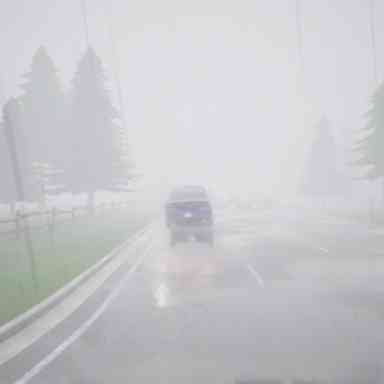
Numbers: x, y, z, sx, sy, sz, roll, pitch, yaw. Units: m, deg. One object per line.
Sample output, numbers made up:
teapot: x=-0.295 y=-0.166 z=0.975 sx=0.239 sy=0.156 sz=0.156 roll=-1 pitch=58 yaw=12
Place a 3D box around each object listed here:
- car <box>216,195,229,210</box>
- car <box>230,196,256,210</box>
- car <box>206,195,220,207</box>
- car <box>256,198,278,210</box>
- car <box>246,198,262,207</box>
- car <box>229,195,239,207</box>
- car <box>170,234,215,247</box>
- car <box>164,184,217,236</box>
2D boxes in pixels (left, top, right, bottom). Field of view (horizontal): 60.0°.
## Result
car: x=3.510 y=1.562 z=46.356 sx=2.097 sy=1.767 sz=4.553 roll=0 pitch=0 yaw=0
car: x=7.010 y=1.699 z=45.968 sx=2.128 sy=1.511 sz=4.902 roll=0 pitch=0 yaw=0
car: x=3.512 y=1.477 z=56.420 sx=2.150 sy=2.045 sz=5.566 roll=0 pitch=0 yaw=0
car: x=10.510 y=1.562 z=46.355 sx=2.097 sy=1.767 sz=4.553 roll=0 pitch=0 yaw=0
car: x=10.512 y=1.760 z=56.387 sx=1.837 sy=1.490 sz=4.892 roll=0 pitch=0 yaw=0
car: x=7.012 y=1.477 z=56.419 sx=2.150 sy=2.045 sz=5.566 roll=0 pitch=0 yaw=0
car: x=0.002 y=1.621 z=15.346 sx=2.128 sy=1.511 sz=4.902 roll=0 pitch=0 yaw=0
car: x=-0.081 y=0.407 z=14.625 sx=1.882 sy=1.535 sz=5.008 roll=-4 pitch=6 yaw=2
